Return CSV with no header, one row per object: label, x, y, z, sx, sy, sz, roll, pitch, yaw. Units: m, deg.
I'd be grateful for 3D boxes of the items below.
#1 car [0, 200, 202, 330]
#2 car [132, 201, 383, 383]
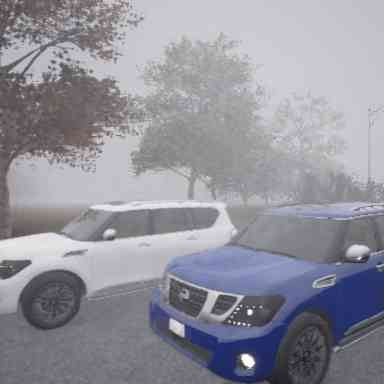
car,-1.428,1.221,7.276,5.566,2.045,2.150,0,0,-36
car,2.072,1.222,5.476,5.566,2.045,2.150,0,0,-36
